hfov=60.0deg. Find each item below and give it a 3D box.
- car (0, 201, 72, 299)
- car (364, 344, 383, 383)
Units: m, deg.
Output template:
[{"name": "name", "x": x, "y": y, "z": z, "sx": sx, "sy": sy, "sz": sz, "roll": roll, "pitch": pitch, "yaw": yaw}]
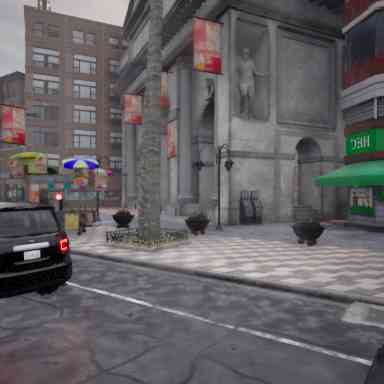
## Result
[{"name": "car", "x": -5.042, "y": 1.221, "z": 7.538, "sx": 5.566, "sy": 2.045, "sz": 2.150, "roll": 0, "pitch": 0, "yaw": 36}, {"name": "car", "x": 3.595, "y": 1.547, "z": 1.316, "sx": 5.357, "sy": 1.411, "sz": 2.033, "roll": 0, "pitch": 0, "yaw": 37}]
